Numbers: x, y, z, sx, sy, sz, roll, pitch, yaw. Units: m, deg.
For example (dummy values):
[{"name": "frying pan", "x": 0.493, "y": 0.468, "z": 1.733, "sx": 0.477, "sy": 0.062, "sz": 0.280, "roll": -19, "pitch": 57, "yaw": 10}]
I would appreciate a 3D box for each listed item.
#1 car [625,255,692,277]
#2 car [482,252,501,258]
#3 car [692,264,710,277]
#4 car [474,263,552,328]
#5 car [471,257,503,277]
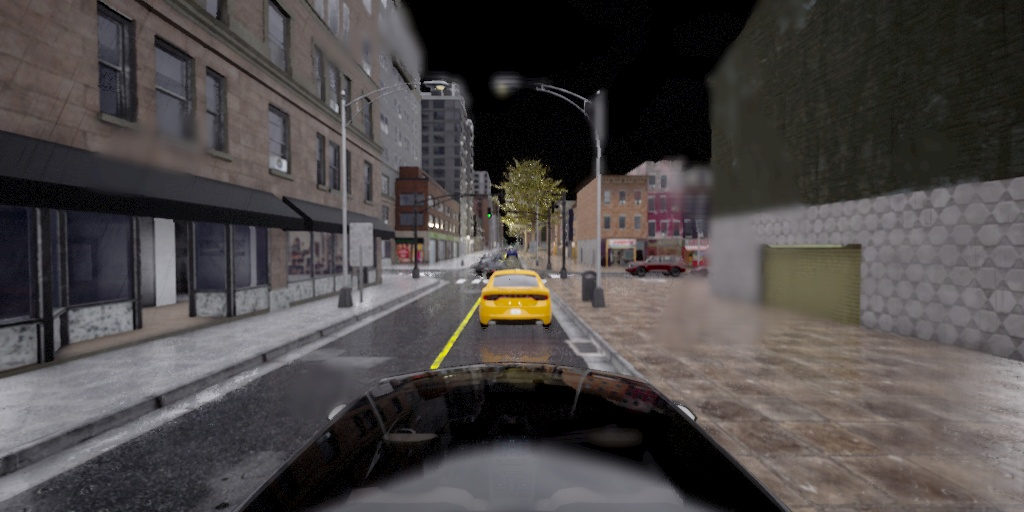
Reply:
[{"name": "car", "x": 12.677, "y": 0.855, "z": 31.689, "sx": 5.009, "sy": 1.841, "sz": 2.192, "roll": 0, "pitch": 0, "yaw": 0}, {"name": "car", "x": -2.877, "y": 0.475, "z": 44.253, "sx": 2.128, "sy": 1.511, "sz": 4.902, "roll": 0, "pitch": 2, "yaw": 1}, {"name": "car", "x": 18.079, "y": 1.199, "z": 31.703, "sx": 4.207, "sy": 1.307, "sz": 1.802, "roll": 0, "pitch": 0, "yaw": 0}, {"name": "car", "x": 0.091, "y": 1.161, "z": 11.144, "sx": 1.882, "sy": 1.535, "sz": 5.008, "roll": 0, "pitch": 1, "yaw": 0}, {"name": "car", "x": -1.620, "y": 1.034, "z": 27.215, "sx": 1.895, "sy": 1.301, "sz": 4.718, "roll": 0, "pitch": 1, "yaw": -22}]
